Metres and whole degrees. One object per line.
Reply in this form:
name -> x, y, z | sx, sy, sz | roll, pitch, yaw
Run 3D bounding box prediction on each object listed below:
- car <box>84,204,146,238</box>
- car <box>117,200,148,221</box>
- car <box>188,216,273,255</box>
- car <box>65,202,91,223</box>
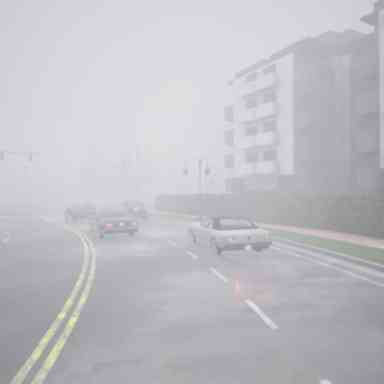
car -> -4.367, 1.597, 18.096 | 2.033, 1.411, 5.357 | 0, 0, -24
car -> -5.306, 1.416, 27.226 | 2.097, 1.767, 4.553 | 0, 0, -29
car -> 1.271, 1.602, 13.426 | 1.895, 1.301, 4.718 | 0, 0, -17
car -> -8.924, 1.584, 26.709 | 2.128, 1.511, 4.902 | 0, 0, -31
